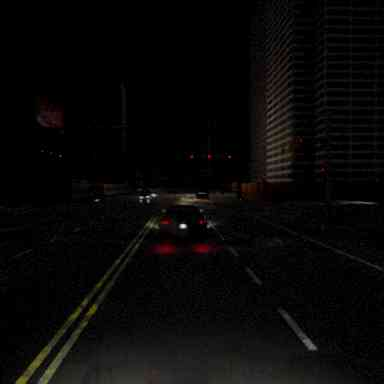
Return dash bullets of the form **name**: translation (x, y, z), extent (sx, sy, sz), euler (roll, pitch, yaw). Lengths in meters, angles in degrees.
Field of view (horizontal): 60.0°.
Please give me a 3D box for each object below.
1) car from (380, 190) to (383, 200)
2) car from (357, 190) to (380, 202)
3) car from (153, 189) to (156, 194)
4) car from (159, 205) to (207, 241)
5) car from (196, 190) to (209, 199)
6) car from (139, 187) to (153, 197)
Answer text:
- **car**: translation (25.399, 0.511, 39.061), extent (4.902, 1.511, 2.128), euler (0, 1, -2)
- **car**: translation (24.071, 0.502, 42.508), extent (5.357, 1.411, 2.033), euler (0, 1, -2)
- **car**: translation (-10.125, -0.109, 83.502), extent (1.895, 1.301, 4.718), euler (0, 1, -2)
- **car**: translation (-0.408, 1.251, 14.808), extent (1.994, 1.385, 4.181), euler (0, 1, -2)
- **car**: translation (1.616, 0.345, 53.721), extent (2.128, 1.511, 4.902), euler (0, 1, -2)
- **car**: translation (-9.535, 0.144, 68.008), extent (1.812, 1.442, 4.674), euler (0, 1, -2)
